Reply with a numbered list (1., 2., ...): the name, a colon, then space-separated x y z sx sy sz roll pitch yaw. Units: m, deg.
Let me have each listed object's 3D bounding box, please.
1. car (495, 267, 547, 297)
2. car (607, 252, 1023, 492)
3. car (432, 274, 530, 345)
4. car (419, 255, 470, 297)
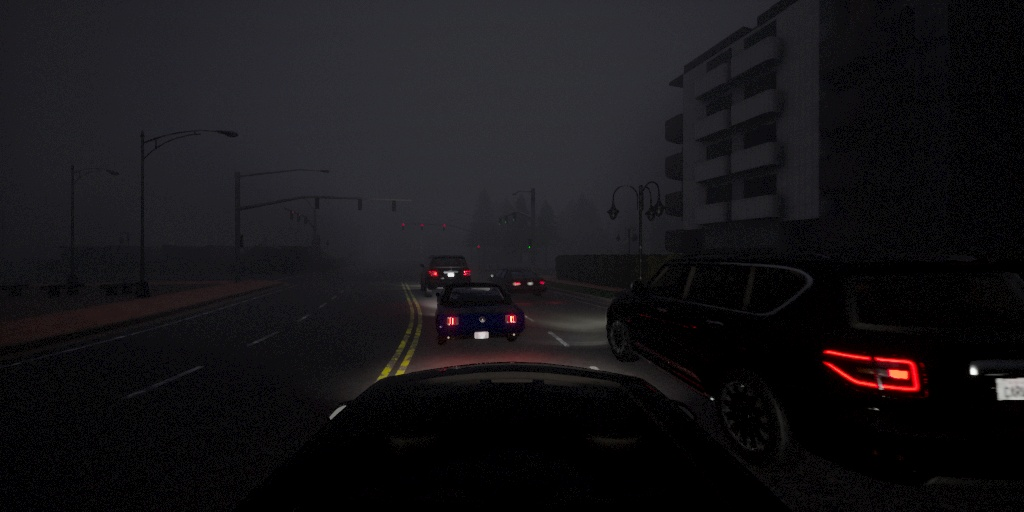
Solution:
1. car: 0.110 1.298 18.740 2.033 1.411 5.357 0 0 -17
2. car: 3.185 0.973 5.080 2.150 2.045 5.566 0 0 -4
3. car: -1.078 1.351 9.590 1.895 1.301 4.718 0 0 -12
4. car: -3.614 0.971 19.025 2.150 2.045 5.566 0 0 -18
